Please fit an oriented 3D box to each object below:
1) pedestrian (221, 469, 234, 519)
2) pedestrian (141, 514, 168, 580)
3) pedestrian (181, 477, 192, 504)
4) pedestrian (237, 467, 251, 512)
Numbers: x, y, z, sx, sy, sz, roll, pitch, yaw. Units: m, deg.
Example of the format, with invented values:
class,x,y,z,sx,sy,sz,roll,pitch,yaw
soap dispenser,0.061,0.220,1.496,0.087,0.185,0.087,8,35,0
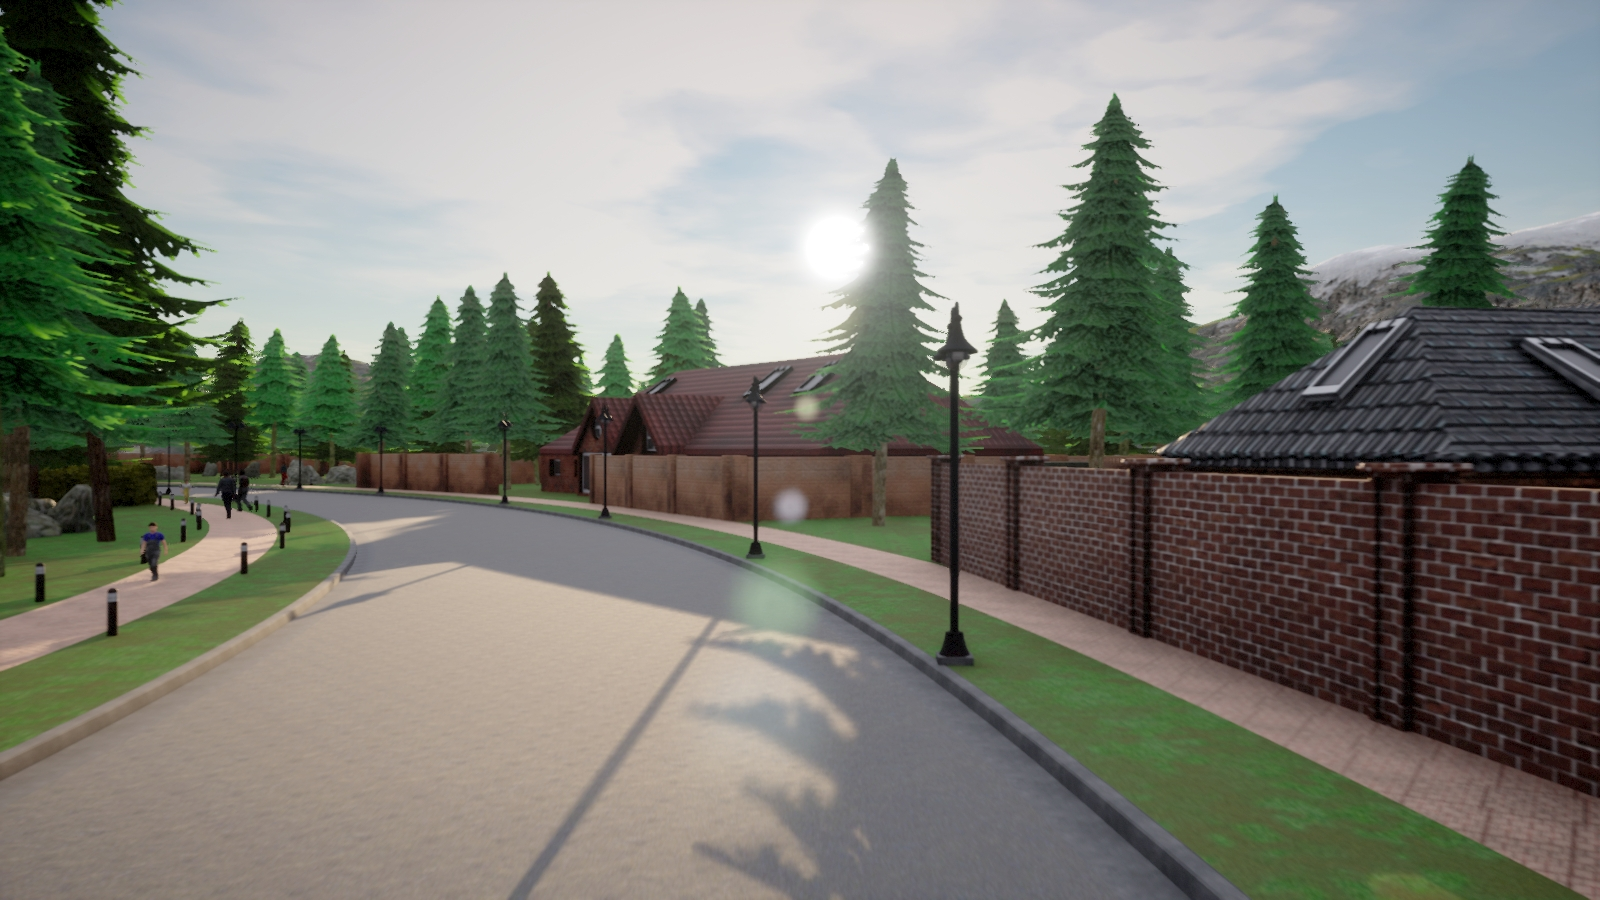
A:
class,x,y,z,sx,sy,sz,roll,pitch,yaw
pedestrian,-21.716,1.663,43.324,0.375,1.860,0.375,0,0,-38
pedestrian,-13.014,1.944,23.032,0.375,1.300,0.375,0,0,-13
pedestrian,-29.705,1.944,55.302,0.375,1.300,0.375,0,0,44
pedestrian,-23.385,1.664,48.093,0.375,1.860,0.375,0,0,17
